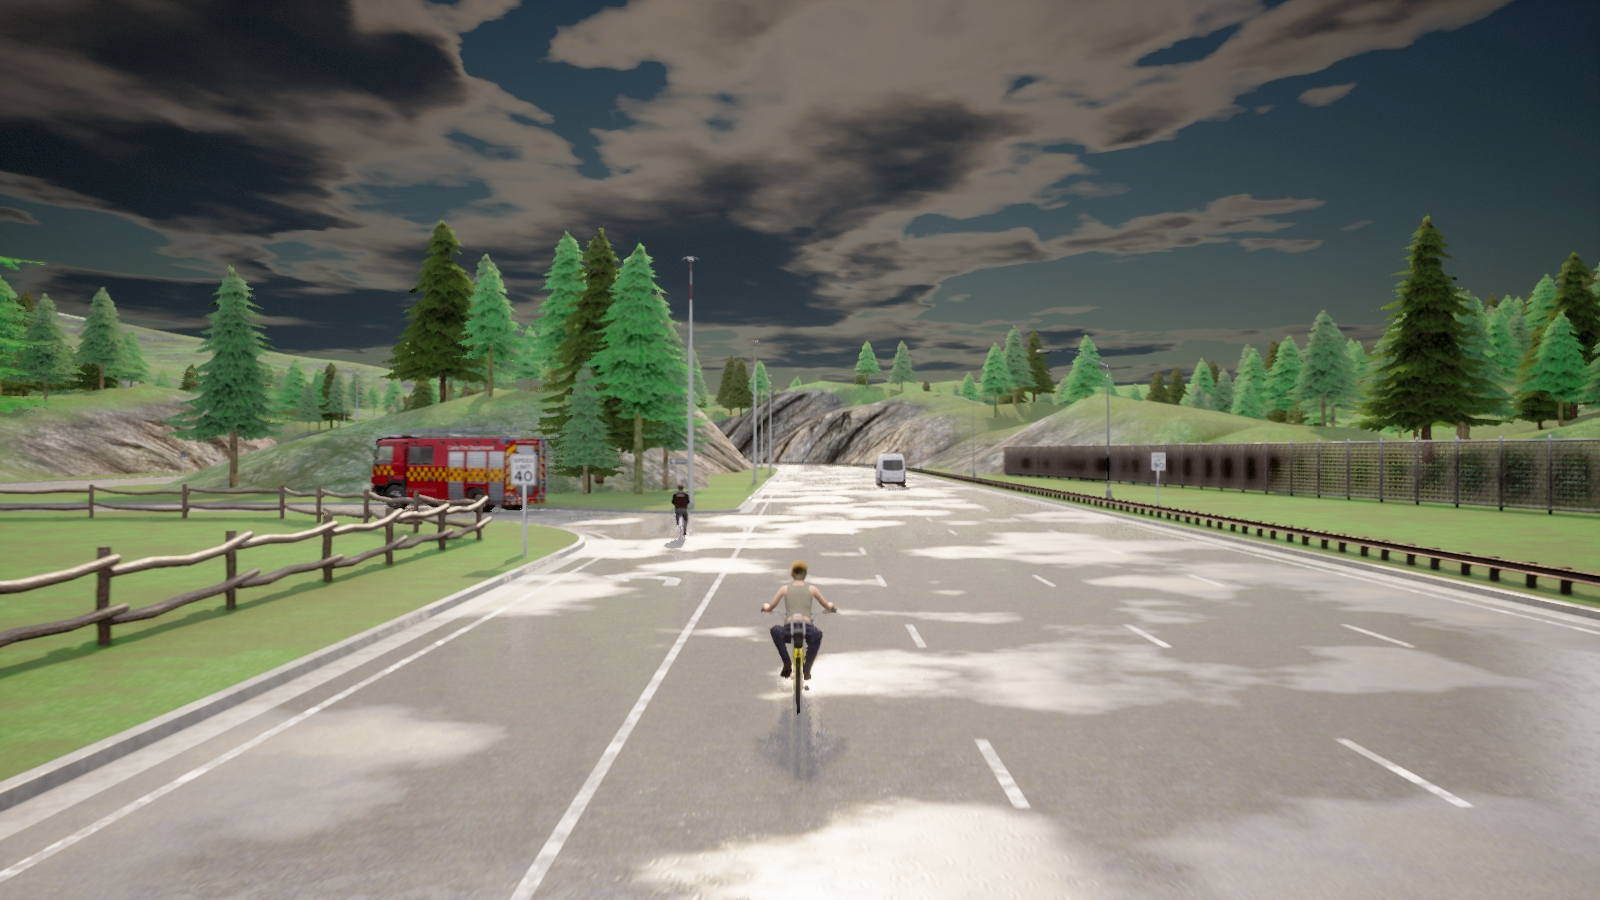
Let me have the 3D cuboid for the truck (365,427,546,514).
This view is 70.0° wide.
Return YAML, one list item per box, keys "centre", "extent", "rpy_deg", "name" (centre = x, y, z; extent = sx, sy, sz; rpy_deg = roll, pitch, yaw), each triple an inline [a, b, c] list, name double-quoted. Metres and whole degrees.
- centre: [-16.218, 0.918, 53.659]
  extent: [8.468, 3.827, 2.891]
  rpy_deg: [0, 0, 27]
  name: "truck"

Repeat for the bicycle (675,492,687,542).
- centre: [-3.738, 2.079, 35.951]
  extent: [0.329, 1.471, 1.835]
  rpy_deg: [0, 0, -4]
  name: "bicycle"

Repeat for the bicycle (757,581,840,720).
- centre: [-0.014, 2.165, 12.619]
  extent: [0.859, 1.276, 1.487]
  rpy_deg: [0, 0, 0]
  name: "bicycle"
